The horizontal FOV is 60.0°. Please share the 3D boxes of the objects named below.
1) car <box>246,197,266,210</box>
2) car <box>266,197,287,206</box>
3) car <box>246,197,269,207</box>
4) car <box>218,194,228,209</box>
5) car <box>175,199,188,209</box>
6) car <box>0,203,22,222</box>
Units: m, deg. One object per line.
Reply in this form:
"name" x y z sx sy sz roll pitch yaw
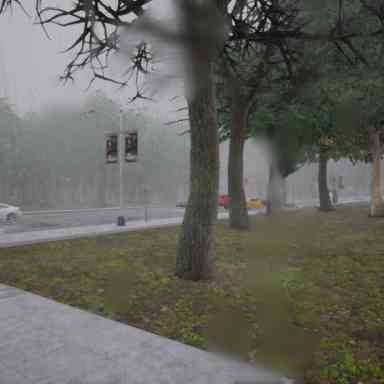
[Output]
"car" 7.827 1.551 45.308 1.882 1.535 5.008 0 0 36
"car" 13.625 1.570 53.505 1.882 1.535 5.008 0 0 36
"car" 10.914 1.593 55.302 1.837 1.490 4.892 0 0 36
"car" 4.830 1.289 46.714 2.150 2.045 5.566 0 0 36
"car" -0.103 1.605 45.605 2.033 1.411 5.357 0 0 36
"car" -15.093 1.541 24.635 1.812 1.442 4.674 0 0 36
